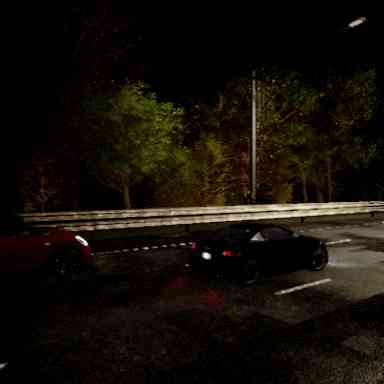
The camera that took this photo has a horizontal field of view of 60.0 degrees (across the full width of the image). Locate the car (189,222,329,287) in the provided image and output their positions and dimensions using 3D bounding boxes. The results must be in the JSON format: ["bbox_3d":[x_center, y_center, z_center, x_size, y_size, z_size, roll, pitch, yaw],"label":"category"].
[{"bbox_3d":[1.996,1.566,9.463,4.181,1.385,1.994,0,0,-35],"label":"car"}]

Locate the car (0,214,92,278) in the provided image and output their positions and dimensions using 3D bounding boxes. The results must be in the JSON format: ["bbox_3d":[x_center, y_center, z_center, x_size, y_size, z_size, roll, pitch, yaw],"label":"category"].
[{"bbox_3d":[-5.034,1.352,8.754,4.553,1.767,2.097,0,0,-35],"label":"car"}]
